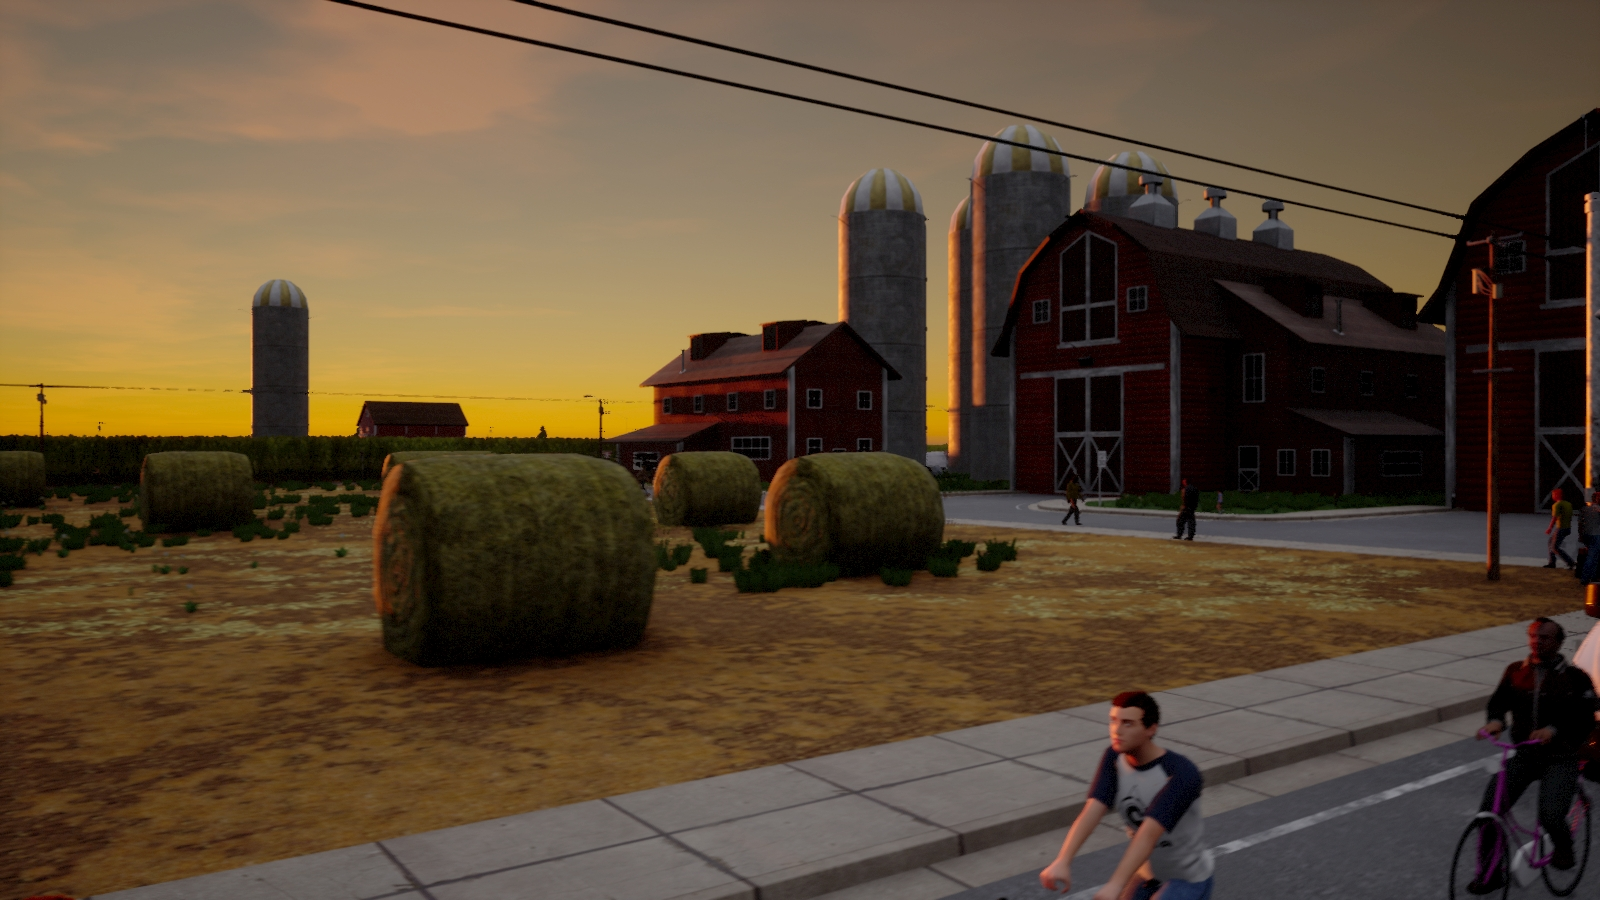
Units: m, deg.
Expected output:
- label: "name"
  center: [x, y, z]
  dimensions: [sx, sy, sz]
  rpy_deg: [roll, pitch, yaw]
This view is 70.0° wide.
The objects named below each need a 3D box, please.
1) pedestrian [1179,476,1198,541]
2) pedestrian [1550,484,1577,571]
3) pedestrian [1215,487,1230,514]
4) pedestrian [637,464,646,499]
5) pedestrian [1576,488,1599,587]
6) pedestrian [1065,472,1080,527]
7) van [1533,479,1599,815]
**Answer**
- label: "pedestrian"
  center: [11.153, 1.673, 32.786]
  dimensions: [0.375, 1.860, 0.375]
  rpy_deg: [0, 0, -29]
- label: "pedestrian"
  center: [16.650, 1.673, 24.920]
  dimensions: [0.375, 1.860, 0.375]
  rpy_deg: [0, 0, -34]
- label: "pedestrian"
  center: [17.160, 2.049, 46.447]
  dimensions: [0.500, 1.100, 0.500]
  rpy_deg: [0, 0, 30]
- label: "pedestrian"
  center: [-8.513, 1.671, 61.371]
  dimensions: [0.375, 1.860, 0.375]
  rpy_deg: [0, 0, -45]
- label: "pedestrian"
  center: [15.276, 1.676, 22.023]
  dimensions: [0.375, 1.860, 0.375]
  rpy_deg: [0, 0, -14]
- label: "pedestrian"
  center: [9.321, 1.672, 39.088]
  dimensions: [0.375, 1.860, 0.375]
  rpy_deg: [0, 0, -37]
- label: "van"
  center: [8.878, 1.534, 10.101]
  dimensions: [5.915, 2.561, 1.988]
  rpy_deg: [0, 0, -36]
